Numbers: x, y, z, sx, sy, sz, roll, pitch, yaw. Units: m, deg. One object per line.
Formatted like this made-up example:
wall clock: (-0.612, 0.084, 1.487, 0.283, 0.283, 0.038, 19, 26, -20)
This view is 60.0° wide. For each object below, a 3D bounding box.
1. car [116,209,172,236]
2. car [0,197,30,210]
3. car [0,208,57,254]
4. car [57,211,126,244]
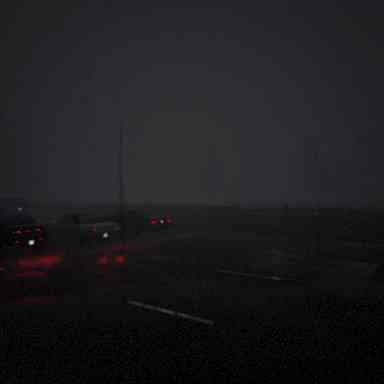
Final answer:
car: (-3.664, 1.677, 19.377, 5.357, 1.411, 2.033, -1, 0, 36)
car: (-15.900, 1.484, 28.099, 5.566, 2.045, 2.150, 0, 0, 35)
car: (-7.975, 1.640, 13.856, 4.892, 1.490, 1.837, 0, 0, 36)
car: (-5.790, 1.731, 16.595, 4.718, 1.301, 1.895, -1, 0, 36)
